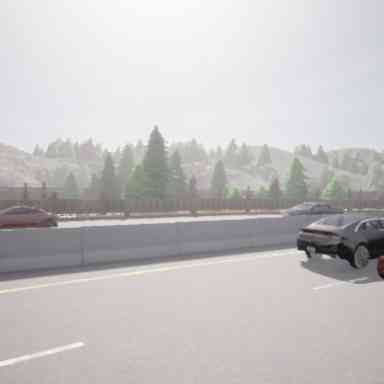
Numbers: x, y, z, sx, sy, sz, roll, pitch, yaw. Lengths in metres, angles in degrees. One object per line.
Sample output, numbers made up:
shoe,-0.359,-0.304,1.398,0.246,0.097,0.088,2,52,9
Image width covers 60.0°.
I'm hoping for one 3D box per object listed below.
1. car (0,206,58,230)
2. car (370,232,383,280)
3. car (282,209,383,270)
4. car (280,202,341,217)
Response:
car,-9.645,1.473,18.314,4.181,1.385,1.994,0,0,-33
car,6.423,1.605,7.466,4.718,1.301,1.895,0,0,-29
car,5.647,1.487,10.961,4.902,1.511,2.128,0,0,-28
car,8.700,1.490,24.232,4.902,1.511,2.128,0,0,-23
